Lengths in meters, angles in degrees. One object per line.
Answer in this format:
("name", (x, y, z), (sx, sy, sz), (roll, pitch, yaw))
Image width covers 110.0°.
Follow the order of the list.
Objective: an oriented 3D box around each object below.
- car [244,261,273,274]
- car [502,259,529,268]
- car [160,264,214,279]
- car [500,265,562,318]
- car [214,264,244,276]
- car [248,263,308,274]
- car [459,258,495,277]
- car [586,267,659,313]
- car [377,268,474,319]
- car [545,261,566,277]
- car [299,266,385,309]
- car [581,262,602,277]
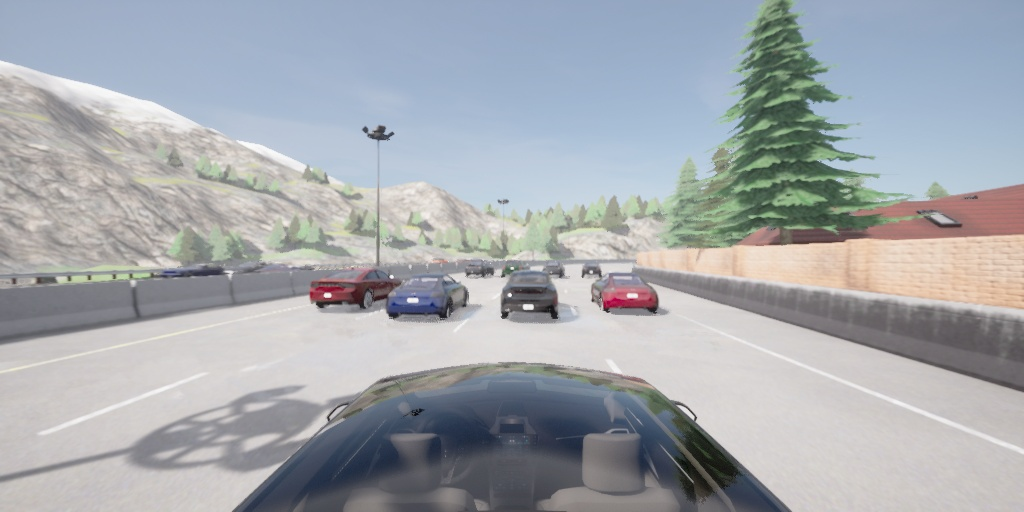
("car", (-18.646, 1.273, 28.873), (1.994, 1.385, 4.181), (0, 0, 10))
("car", (0.468, 1.113, 34.406), (2.097, 1.767, 4.553), (0, 0, 12))
("car", (-25.674, 1.292, 29.440), (1.895, 1.301, 4.718), (0, 0, 10))
("car", (0.676, 1.260, 13.037), (1.837, 1.490, 4.892), (0, 0, 5))
("car", (-21.898, 1.193, 30.619), (2.128, 1.511, 4.902), (0, 0, 10))
("car", (-15.681, 1.317, 25.473), (1.895, 1.301, 4.718), (0, 0, 9))
("car", (-3.039, 1.244, 34.792), (2.128, 1.511, 4.902), (0, 0, 12))
("car", (4.304, 1.329, 14.259), (1.994, 1.385, 4.181), (0, 0, 5))
("car", (-2.845, 1.310, 12.829), (1.994, 1.385, 4.181), (0, 0, 4))
("car", (4.065, 1.262, 34.503), (2.128, 1.511, 4.902), (0, 0, 13))
("car", (-6.178, 1.215, 14.897), (1.882, 1.535, 5.008), (0, 0, 5))
("car", (7.868, 1.307, 35.364), (1.812, 1.442, 4.674), (0, 0, 14))
